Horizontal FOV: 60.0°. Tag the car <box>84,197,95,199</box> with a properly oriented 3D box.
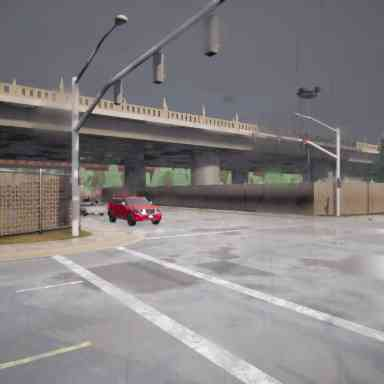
[{"bbox_3d":[-19.783,1.619,64.272,1.994,1.385,4.181,0,0,-36],"label":"car"}]

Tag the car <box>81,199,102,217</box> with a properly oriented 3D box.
[{"bbox_3d":[-10.029,1.656,32.298,1.895,1.301,4.718,0,0,-36],"label":"car"}]

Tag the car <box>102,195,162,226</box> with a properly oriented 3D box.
[{"bbox_3d":[-4.341,1.278,24.363,2.150,2.045,5.566,0,0,-36],"label":"car"}]
